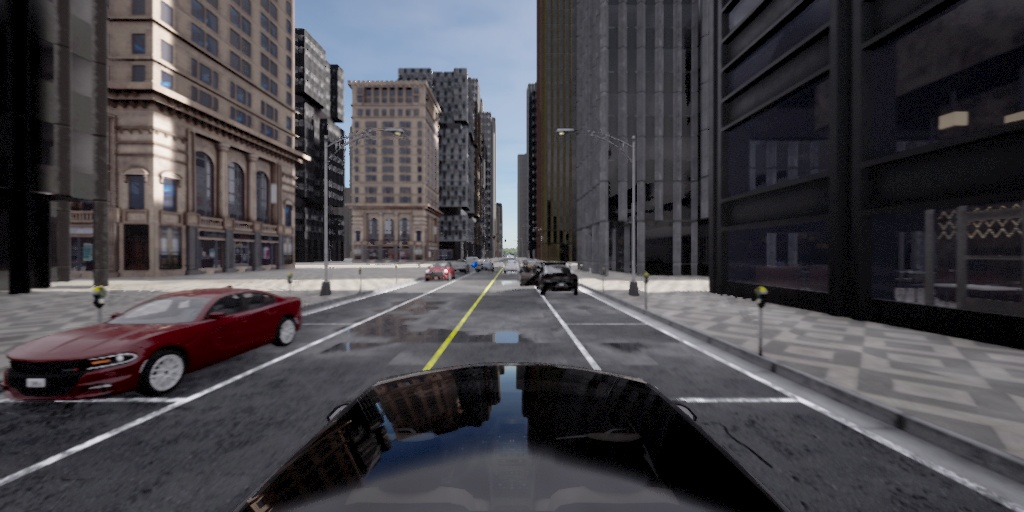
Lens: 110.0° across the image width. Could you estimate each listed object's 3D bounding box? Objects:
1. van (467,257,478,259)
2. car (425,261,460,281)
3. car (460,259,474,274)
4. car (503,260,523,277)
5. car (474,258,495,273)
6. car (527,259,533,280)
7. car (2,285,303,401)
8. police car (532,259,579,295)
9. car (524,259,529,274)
[{"bbox_3d":[-5.745,1.022,51.717,1.690,1.789,3.998,0,0,0],"label":"van"},{"bbox_3d":[-5.753,1.158,29.153,1.967,1.591,4.097,0,0,0],"label":"car"},{"bbox_3d":[-5.749,1.267,40.436,1.948,1.339,4.313,0,0,0],"label":"car"},{"bbox_3d":[0.040,1.226,41.192,1.812,1.442,4.674,0,0,0],"label":"car"},{"bbox_3d":[-3.068,1.263,41.812,1.994,1.385,4.181,0,0,0],"label":"car"},{"bbox_3d":[2.774,1.276,34.793,1.948,1.339,4.313,0,0,0],"label":"car"},{"bbox_3d":[-5.761,1.290,6.590,1.888,1.381,4.507,0,0,0],"label":"car"},{"bbox_3d":[2.373,1.156,19.716,1.930,1.638,5.238,0,0,0],"label":"police car"},{"bbox_3d":[2.778,1.217,46.245,1.751,1.417,4.829,0,0,0],"label":"car"}]
